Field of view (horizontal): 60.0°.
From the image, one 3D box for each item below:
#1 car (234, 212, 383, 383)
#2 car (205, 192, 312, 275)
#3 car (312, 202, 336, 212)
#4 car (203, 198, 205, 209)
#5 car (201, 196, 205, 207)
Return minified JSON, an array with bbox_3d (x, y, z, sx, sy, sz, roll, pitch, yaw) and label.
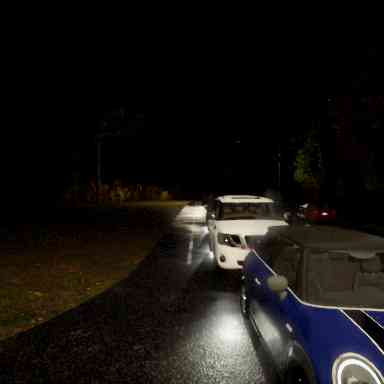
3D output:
[{"bbox_3d":[1.936,1.338,4.186,2.097,1.767,4.553,0,0,-1],"label":"car"},{"bbox_3d":[1.680,1.160,10.531,2.150,2.045,5.566,0,0,1],"label":"car"},{"bbox_3d":[8.895,1.437,24.180,1.994,1.385,4.181,0,0,1],"label":"car"},{"bbox_3d":[1.881,1.379,23.119,1.837,1.490,4.892,0,0,1],"label":"car"},{"bbox_3d":[2.316,1.232,47.119,1.882,1.535,5.008,0,0,1],"label":"car"}]
